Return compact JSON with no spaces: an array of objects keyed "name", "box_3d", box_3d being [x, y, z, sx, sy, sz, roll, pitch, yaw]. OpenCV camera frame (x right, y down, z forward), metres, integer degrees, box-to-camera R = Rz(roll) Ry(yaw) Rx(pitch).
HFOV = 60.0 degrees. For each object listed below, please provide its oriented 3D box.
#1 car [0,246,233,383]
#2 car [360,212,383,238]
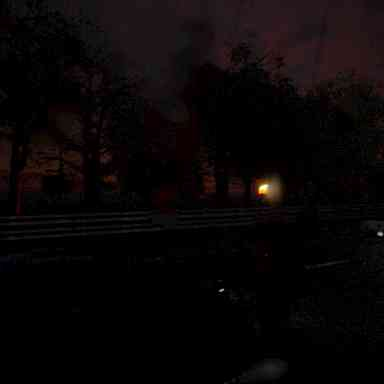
[{"name":"car","box_3d":[-1.585,1.518,4.638,4.674,1.442,1.812,0,0,-32]},{"name":"car","box_3d":[10.375,1.597,16.120,4.718,1.301,1.895,0,0,-31]}]
